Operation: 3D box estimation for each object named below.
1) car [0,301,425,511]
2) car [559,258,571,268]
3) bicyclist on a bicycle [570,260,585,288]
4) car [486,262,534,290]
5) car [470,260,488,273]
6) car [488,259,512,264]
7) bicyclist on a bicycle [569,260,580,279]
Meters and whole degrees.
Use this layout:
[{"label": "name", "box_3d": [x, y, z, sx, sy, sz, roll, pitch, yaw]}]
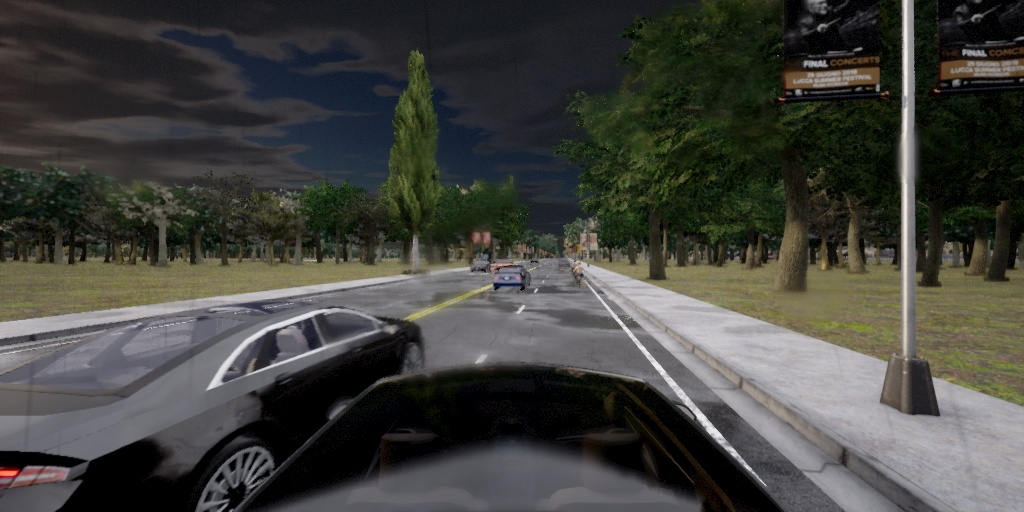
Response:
[{"label": "car", "box_3d": [-2.559, 1.241, 3.953, 2.128, 1.511, 4.902, 0, 0, 8]}, {"label": "car", "box_3d": [9.154, 1.238, 62.432, 2.128, 1.511, 4.902, 0, 0, 8]}, {"label": "bicyclist on a bicycle", "box_3d": [4.240, 1.185, 22.643, 0.866, 1.612, 1.509, 0, 0, 8]}, {"label": "car", "box_3d": [0.090, 1.296, 22.317, 2.033, 1.411, 5.357, 0, 0, 8]}, {"label": "car", "box_3d": [-3.673, 1.251, 43.172, 1.837, 1.490, 4.892, 0, 0, 8]}, {"label": "car", "box_3d": [-0.912, 1.099, 39.543, 2.097, 1.767, 4.553, 0, 0, 8]}, {"label": "bicyclist on a bicycle", "box_3d": [5.652, 1.184, 32.438, 0.866, 1.612, 1.509, 0, 0, 8]}]
